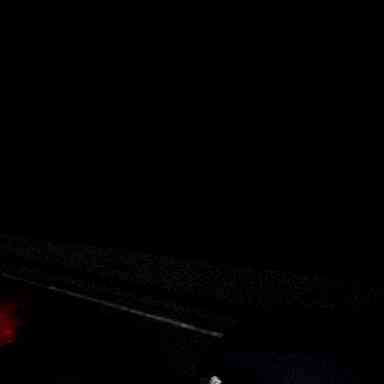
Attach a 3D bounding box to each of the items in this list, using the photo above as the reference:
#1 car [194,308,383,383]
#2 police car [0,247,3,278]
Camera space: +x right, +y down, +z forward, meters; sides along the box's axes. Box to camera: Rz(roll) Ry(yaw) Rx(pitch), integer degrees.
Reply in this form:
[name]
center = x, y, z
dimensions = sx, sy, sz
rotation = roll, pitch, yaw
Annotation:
[car]
center = 2.257, 1.427, 1.955
dimensions = 4.856, 1.649, 2.033
rotation = 0, 0, 35
[police car]
center = -6.798, 1.489, 8.393
dimensions = 5.238, 1.638, 1.930
rotation = 0, 0, 35
